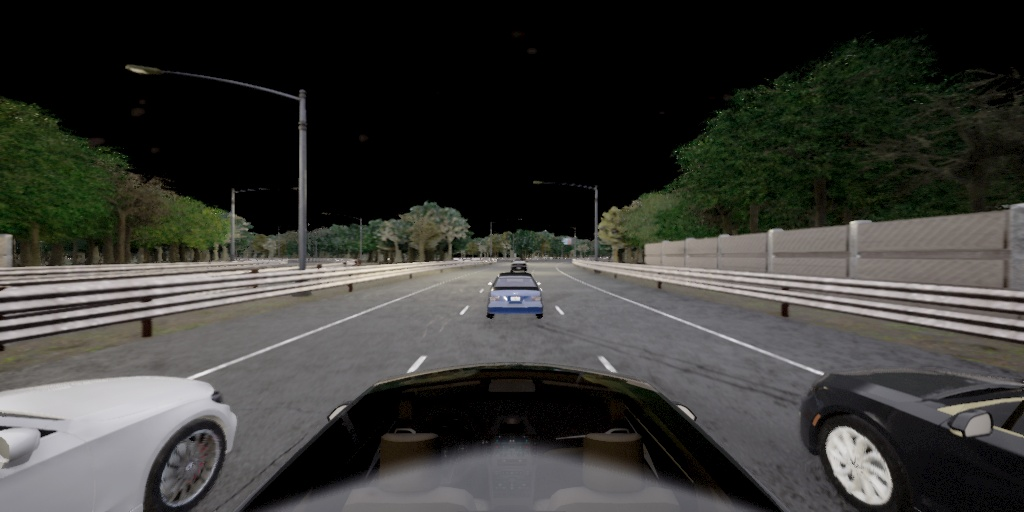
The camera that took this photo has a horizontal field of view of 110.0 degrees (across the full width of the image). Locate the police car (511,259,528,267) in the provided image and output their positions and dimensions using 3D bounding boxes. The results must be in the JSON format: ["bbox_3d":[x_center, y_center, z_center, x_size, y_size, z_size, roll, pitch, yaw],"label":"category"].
[{"bbox_3d":[0.958,1.193,43.959,1.930,1.638,5.238,0,0,4],"label":"police car"}]

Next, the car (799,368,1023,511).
[{"bbox_3d":[3.600,1.255,1.341,1.837,1.490,4.892,0,0,0],"label":"car"}]

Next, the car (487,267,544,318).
[{"bbox_3d":[0.101,1.300,13.018,2.033,1.411,5.357,0,0,0],"label":"car"}]

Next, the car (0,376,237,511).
[{"bbox_3d":[-3.400,1.276,1.267,1.812,1.442,4.674,0,0,0],"label":"car"}]
